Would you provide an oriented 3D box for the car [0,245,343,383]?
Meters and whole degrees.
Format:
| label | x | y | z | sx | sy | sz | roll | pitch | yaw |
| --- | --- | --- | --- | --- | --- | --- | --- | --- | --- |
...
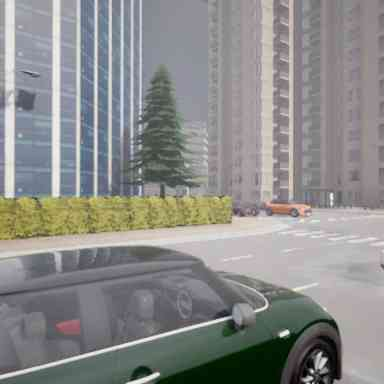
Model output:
| label | x | y | z | sx | sy | sz | roll | pitch | yaw |
| --- | --- | --- | --- | --- | --- | --- | --- | --- | --- |
| car | -0.475 | 1.356 | 3.404 | 4.553 | 1.767 | 2.097 | 0 | 0 | -35 |

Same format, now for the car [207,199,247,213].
| label | x | y | z | sx | sy | sz | roll | pitch | yaw |
| --- | --- | --- | --- | --- | --- | --- | --- | --- | --- |
| car | 4.056 | 1.605 | 39.710 | 1.882 | 1.535 | 5.008 | 0 | 0 | -35 |

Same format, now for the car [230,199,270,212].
| label | x | y | z | sx | sy | sz | roll | pitch | yaw |
| --- | --- | --- | --- | --- | --- | --- | --- | --- | --- |
| car | 7.153 | 1.629 | 41.727 | 2.128 | 1.511 | 4.902 | 0 | 0 | -35 |

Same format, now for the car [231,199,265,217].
| label | x | y | z | sx | sy | sz | roll | pitch | yaw |
| --- | --- | --- | --- | --- | --- | --- | --- | --- | --- |
| car | 4.656 | 1.682 | 32.797 | 1.994 | 1.385 | 4.181 | 0 | 0 | -35 |

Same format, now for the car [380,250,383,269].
| label | x | y | z | sx | sy | sz | roll | pitch | yaw |
| --- | --- | --- | --- | --- | --- | --- | --- | --- | --- |
| car | 6.949 | 1.630 | 8.669 | 4.718 | 1.301 | 1.895 | 0 | 0 | -35 |

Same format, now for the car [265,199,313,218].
| label | x | y | z | sx | sy | sz | roll | pitch | yaw |
| --- | --- | --- | --- | --- | --- | --- | --- | --- | --- |
| car | 9.375 | 1.480 | 32.186 | 2.097 | 1.767 | 4.553 | 0 | 0 | -35 |
